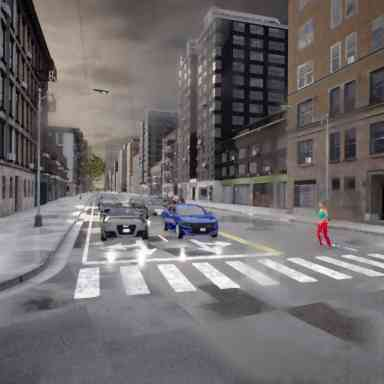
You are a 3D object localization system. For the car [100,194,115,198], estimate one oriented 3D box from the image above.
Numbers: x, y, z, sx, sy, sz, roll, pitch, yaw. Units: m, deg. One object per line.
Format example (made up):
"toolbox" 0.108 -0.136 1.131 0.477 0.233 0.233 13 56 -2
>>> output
"car" -8.933 1.020 35.358 2.097 1.767 4.553 1 0 -16

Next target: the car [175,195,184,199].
"car" -2.166 1.212 47.536 1.812 1.442 4.674 1 0 -15

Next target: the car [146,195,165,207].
"car" -5.200 1.161 46.365 1.837 1.490 4.892 1 0 -16

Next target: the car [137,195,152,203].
"car" -8.122 1.168 56.326 1.895 1.301 4.718 1 0 -16

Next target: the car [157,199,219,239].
"car" -0.220 1.337 16.797 1.882 1.535 5.008 1 0 -16

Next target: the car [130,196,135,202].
"car" -5.893 1.204 36.529 1.837 1.490 4.892 1 0 -16

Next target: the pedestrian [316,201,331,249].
"pedestrian" 4.986 1.231 12.691 0.375 1.860 0.375 1 0 -16

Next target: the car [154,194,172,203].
"car" -4.991 1.147 57.196 2.033 1.411 5.357 1 0 -16

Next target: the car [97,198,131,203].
"car" -6.015 1.354 25.171 1.895 1.301 4.718 1 0 -16

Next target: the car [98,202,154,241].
"car" -3.260 1.393 15.599 1.994 1.385 4.181 1 0 -16

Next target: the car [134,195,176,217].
"car" -3.062 1.272 26.658 2.128 1.511 4.902 1 0 -16
